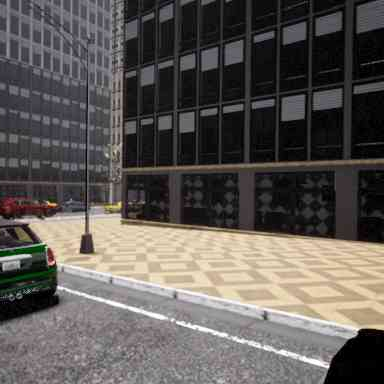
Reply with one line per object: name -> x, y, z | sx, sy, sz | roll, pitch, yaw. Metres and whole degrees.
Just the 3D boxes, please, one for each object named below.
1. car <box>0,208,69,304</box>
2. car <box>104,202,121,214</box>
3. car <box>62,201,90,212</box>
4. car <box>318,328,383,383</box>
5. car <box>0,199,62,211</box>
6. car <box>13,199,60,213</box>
car -> -4.988, 1.346, 7.251 | 4.553, 1.767, 2.097 | 0, 0, 36
car -> -8.100, 1.820, 39.341 | 1.752, 1.417, 4.829 | 1, 0, 37
car -> -14.515, 1.737, 40.393 | 1.994, 1.385, 4.181 | 1, 0, 37
car -> 3.009, 1.602, 1.532 | 4.718, 1.301, 1.895 | 0, 0, 36
car -> -14.914, 1.509, 30.142 | 2.192, 1.841, 5.009 | 1, 0, 37
car -> -18.394, 1.630, 39.524 | 1.752, 1.417, 4.829 | 1, 0, 37
